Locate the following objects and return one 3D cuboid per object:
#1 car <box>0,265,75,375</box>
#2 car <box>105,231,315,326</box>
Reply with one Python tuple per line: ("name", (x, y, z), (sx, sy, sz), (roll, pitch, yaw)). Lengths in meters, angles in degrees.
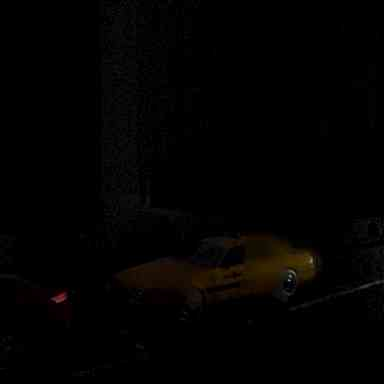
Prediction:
("car", (-3.647, 1.578, 4.050), (4.206, 1.307, 1.802), (0, 0, -35))
("car", (0.645, 1.553, 7.105), (4.829, 1.417, 1.752), (0, 0, -35))
